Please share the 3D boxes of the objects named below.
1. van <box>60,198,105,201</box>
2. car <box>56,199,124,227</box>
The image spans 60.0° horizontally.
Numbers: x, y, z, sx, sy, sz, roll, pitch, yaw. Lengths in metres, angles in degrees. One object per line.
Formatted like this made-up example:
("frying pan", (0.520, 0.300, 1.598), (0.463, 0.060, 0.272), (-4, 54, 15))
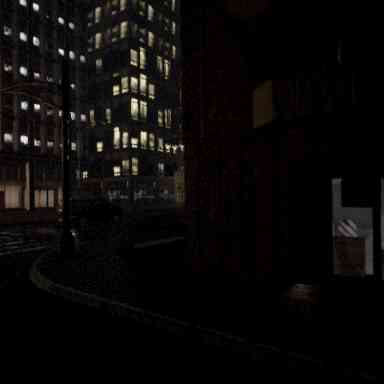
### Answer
("van", (-8.112, 1.351, 24.995), (1.690, 1.788, 3.998), (-1, -1, 36))
("car", (-6.769, 1.474, 22.460), (1.837, 1.490, 4.892), (-1, 0, 33))
